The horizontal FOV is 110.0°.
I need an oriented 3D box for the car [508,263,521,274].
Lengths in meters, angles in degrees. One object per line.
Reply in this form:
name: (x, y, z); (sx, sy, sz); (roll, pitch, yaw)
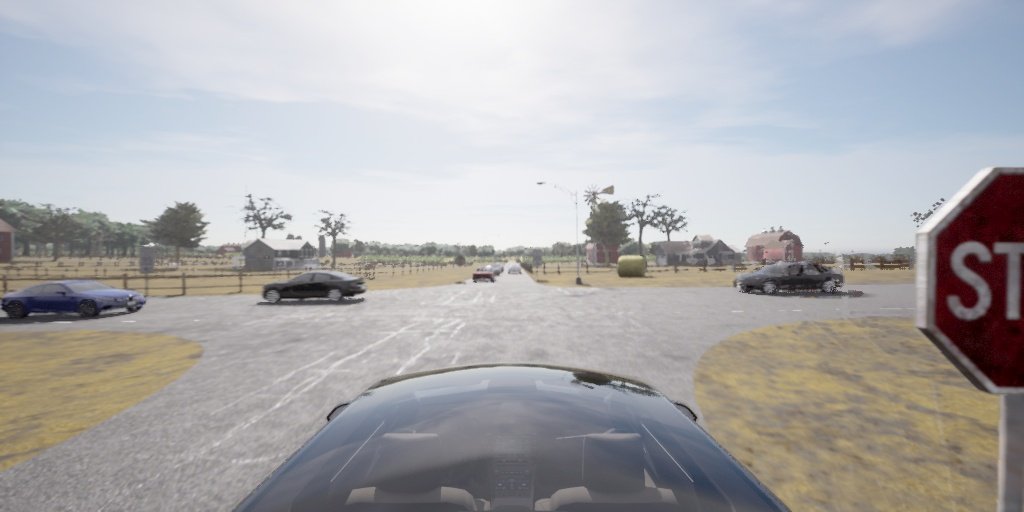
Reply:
car: (0.389, 1.895, 53.850); (1.812, 1.442, 4.674); (0, -1, 0)

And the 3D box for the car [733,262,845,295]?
car: (13.954, 1.101, 18.240); (4.892, 1.490, 1.837); (-1, 0, 1)

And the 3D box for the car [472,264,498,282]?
car: (-2.597, 1.710, 33.653); (1.895, 1.301, 4.718); (0, -1, 0)

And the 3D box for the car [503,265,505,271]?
car: (-2.475, 1.919, 56.398); (1.812, 1.442, 4.674); (0, -1, 1)

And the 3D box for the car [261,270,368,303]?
car: (-10.102, 1.511, 18.463); (5.008, 1.535, 1.882); (-1, 1, 0)

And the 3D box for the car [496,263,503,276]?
car: (-2.575, 1.820, 45.654); (1.994, 1.385, 4.181); (0, -1, 0)

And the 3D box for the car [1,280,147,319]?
car: (-18.038, 1.731, 14.830); (4.674, 1.442, 1.812); (-1, 1, 1)
